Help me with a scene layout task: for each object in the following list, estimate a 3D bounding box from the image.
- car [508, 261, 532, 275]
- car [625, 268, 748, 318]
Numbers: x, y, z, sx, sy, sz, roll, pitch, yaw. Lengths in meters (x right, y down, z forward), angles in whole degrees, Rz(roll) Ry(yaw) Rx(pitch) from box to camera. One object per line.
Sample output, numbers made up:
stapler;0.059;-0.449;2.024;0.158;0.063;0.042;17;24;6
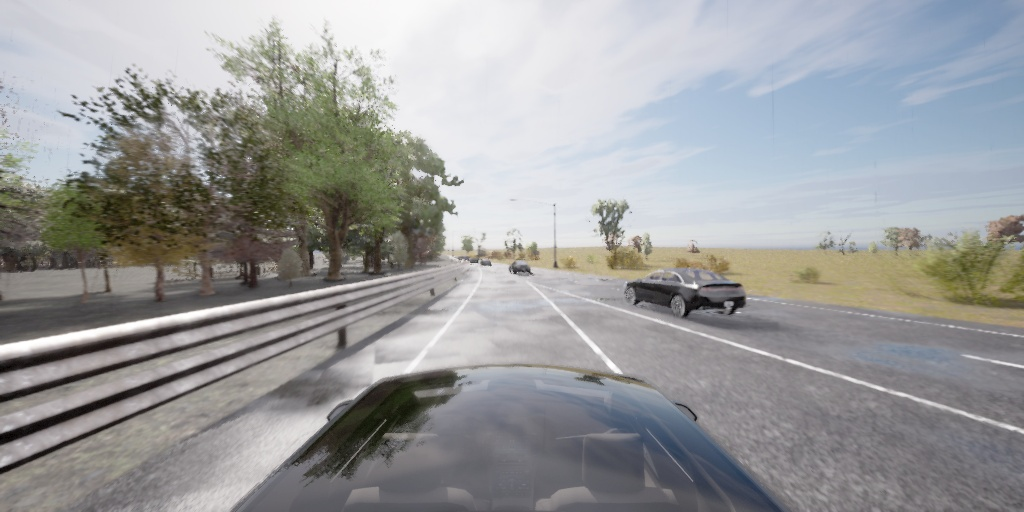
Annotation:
car;0.808;1.246;39.225;1.812;1.442;4.674;0;0;-11
car;5.755;1.169;12.617;2.128;1.511;4.902;0;0;-11
